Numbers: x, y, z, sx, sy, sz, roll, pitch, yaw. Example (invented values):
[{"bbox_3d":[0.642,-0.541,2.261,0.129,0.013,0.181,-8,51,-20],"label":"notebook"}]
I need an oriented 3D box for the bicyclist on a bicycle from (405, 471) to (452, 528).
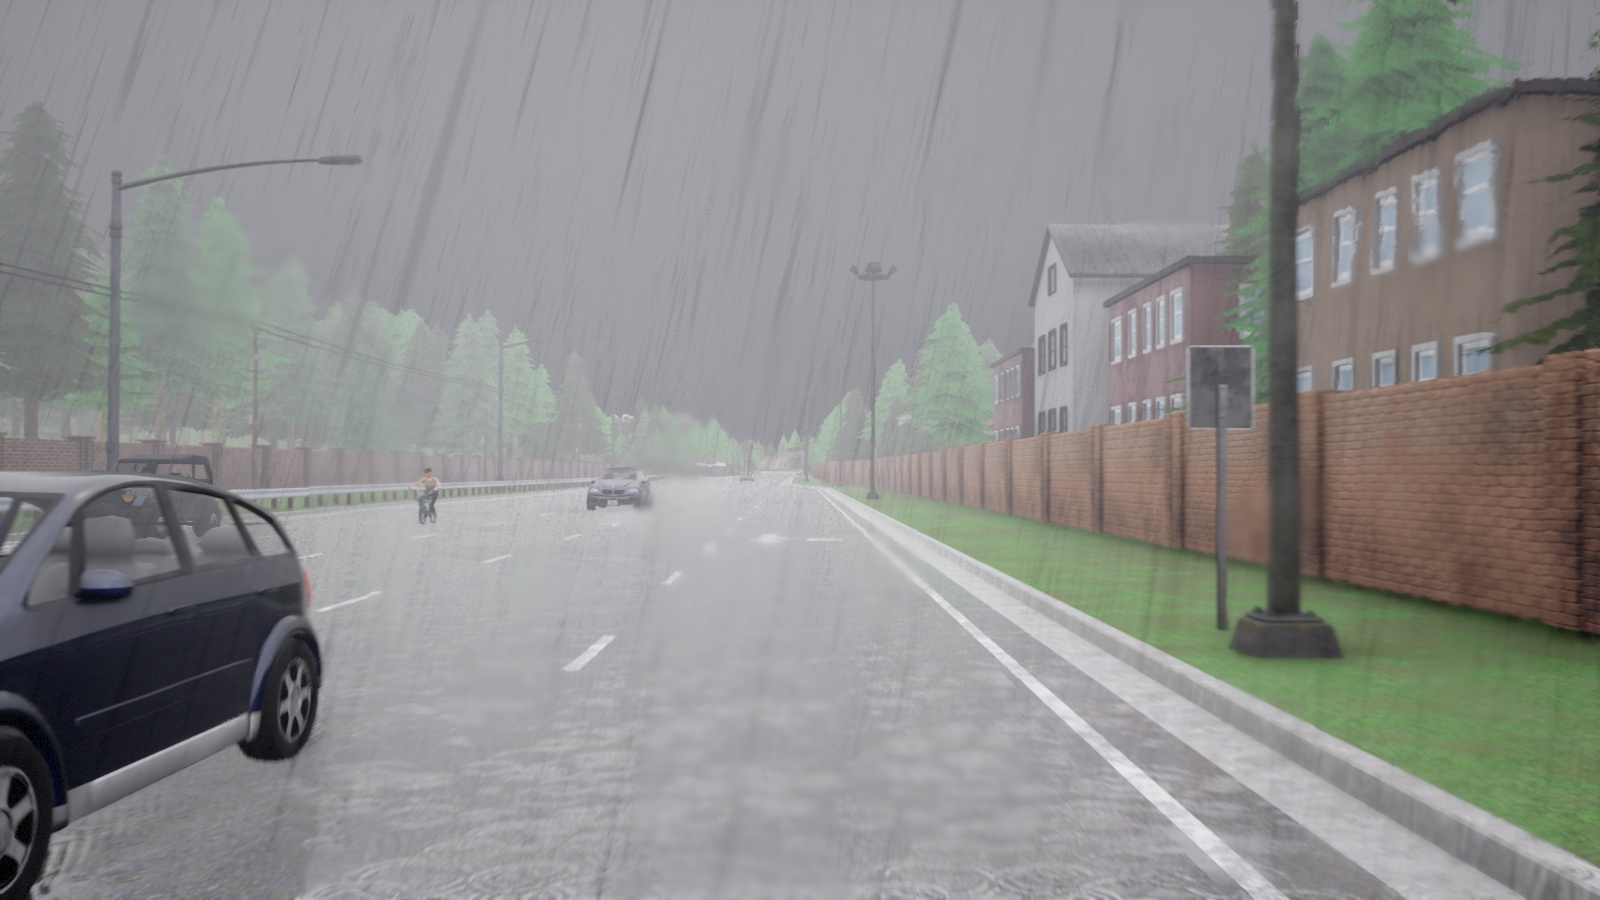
[{"bbox_3d":[-10.583,1.393,35.822,0.866,1.612,1.509,0,-1,0],"label":"bicyclist on a bicycle"}]

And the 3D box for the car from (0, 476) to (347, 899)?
[{"bbox_3d":[-3.513,0.898,5.419,1.789,1.549,3.705,0,-1,0],"label":"car"}]

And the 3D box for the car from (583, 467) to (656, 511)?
[{"bbox_3d":[-7.122,1.524,49.995,2.242,1.667,4.611,0,-1,0],"label":"car"}]

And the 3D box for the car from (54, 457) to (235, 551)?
[{"bbox_3d":[-14.067,1.123,27.233,1.905,1.878,3.866,0,-1,0],"label":"car"}]
